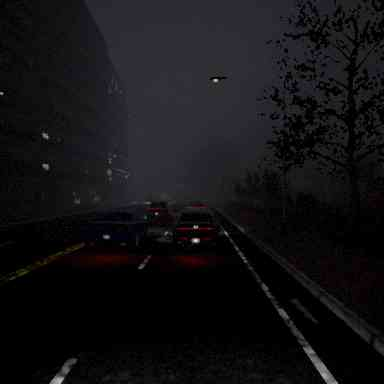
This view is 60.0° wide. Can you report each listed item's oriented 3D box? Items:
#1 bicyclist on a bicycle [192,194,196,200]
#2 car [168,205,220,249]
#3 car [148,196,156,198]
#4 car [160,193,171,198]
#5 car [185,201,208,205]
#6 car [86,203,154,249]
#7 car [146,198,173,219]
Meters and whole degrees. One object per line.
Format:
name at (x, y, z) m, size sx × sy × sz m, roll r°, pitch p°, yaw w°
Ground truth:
bicyclist on a bicycle at (0.874, 1.479, 90.602) m, size 0.582 × 1.620 × 1.656 m, roll 0°, pitch 0°, yaw -3°
car at (0.176, 1.517, 14.532) m, size 1.837 × 1.490 × 4.892 m, roll 0°, pitch 0°, yaw 1°
car at (-9.241, 1.502, 75.889) m, size 1.994 × 1.385 × 4.181 m, roll 0°, pitch 0°, yaw -1°
car at (-5.991, 1.173, 75.962) m, size 2.150 × 2.045 × 5.566 m, roll 0°, pitch 0°, yaw -1°
car at (0.402, 1.499, 29.531) m, size 2.128 × 1.511 × 4.902 m, roll 0°, pitch 0°, yaw 1°
car at (-3.073, 1.485, 14.580) m, size 1.882 × 1.535 × 5.008 m, roll 0°, pitch 0°, yaw 1°
car at (-2.848, 1.520, 29.580) m, size 1.837 × 1.490 × 4.892 m, roll 0°, pitch 0°, yaw 1°
